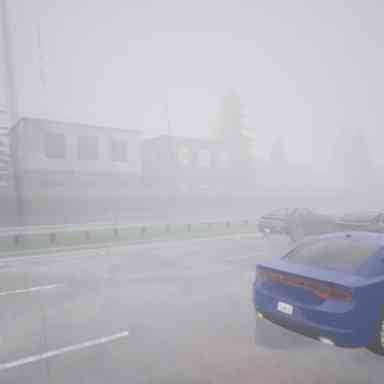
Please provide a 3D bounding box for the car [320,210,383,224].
[{"bbox_3d":[7.523,1.501,13.413,4.892,1.490,1.837,0,0,-36],"label":"car"}]

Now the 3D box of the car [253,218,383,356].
[{"bbox_3d":[3.325,1.476,6.118,5.008,1.535,1.882,0,0,-35],"label":"car"}]

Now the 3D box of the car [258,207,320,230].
[{"bbox_3d":[5.311,1.488,16.134,4.902,1.511,2.128,0,0,-36],"label":"car"}]
